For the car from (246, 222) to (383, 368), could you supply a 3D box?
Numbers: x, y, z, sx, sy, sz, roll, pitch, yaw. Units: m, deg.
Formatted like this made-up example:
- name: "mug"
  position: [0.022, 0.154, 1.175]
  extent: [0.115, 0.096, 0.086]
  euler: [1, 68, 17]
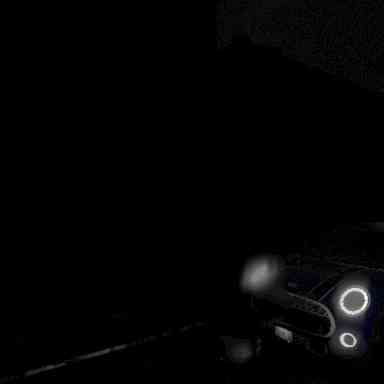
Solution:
- name: "car"
  position: [3.093, 1.366, 5.890]
  extent: [4.553, 1.767, 2.097]
  euler: [0, 0, -35]
